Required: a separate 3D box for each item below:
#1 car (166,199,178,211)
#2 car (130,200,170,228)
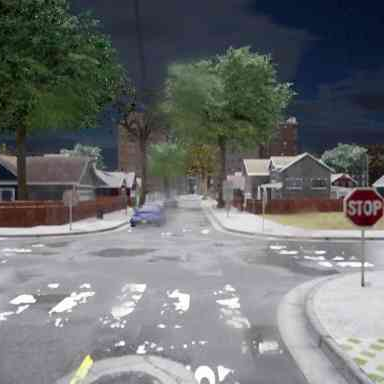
[{"bbox_3d":[-2.684,1.548,41.831,2.033,1.411,5.357,0,0,0],"label":"car"},{"bbox_3d":[-2.775,1.520,22.181,1.812,1.442,4.674,0,0,2],"label":"car"}]
